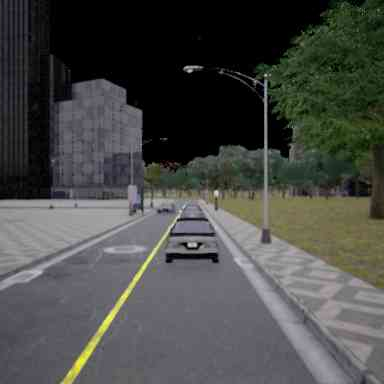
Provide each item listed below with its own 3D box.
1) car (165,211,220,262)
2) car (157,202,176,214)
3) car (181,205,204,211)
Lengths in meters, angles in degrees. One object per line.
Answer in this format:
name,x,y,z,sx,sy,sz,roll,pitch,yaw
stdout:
car,0.020,1.658,12.519,2.033,1.411,5.357,0,0,0
car,-2.989,1.898,39.605,1.994,1.385,4.181,0,-1,1
car,0.045,1.810,28.473,1.994,1.385,4.181,0,0,0
